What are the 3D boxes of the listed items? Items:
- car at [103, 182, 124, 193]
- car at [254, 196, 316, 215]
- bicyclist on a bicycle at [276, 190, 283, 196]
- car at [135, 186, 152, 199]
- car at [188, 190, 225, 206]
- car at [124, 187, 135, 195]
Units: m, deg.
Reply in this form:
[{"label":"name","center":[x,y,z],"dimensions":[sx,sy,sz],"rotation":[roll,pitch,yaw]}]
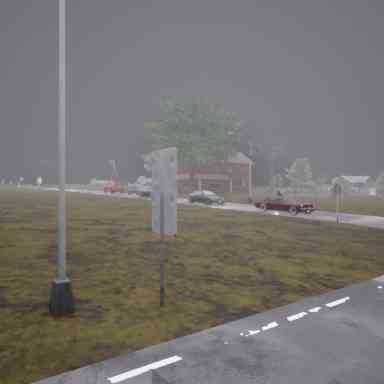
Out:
[{"label":"car","center":[-14.168,-0.819,60.379],"dimensions":[2.150,2.045,5.566],"rotation":[0,2,-36]},{"label":"car","center":[7.152,0.998,25.837],"dimensions":[1.895,1.301,4.718],"rotation":[0,2,-36]},{"label":"bicyclist on a bicycle","center":[8.843,0.664,33.741],"dimensions":[1.656,1.620,0.582],"rotation":[0,2,-36]},{"label":"car","center":[-4.980,-0.011,42.734],"dimensions":[2.097,1.767,4.553],"rotation":[0,2,-36]},{"label":"car","center":[1.349,0.555,33.915],"dimensions":[1.812,1.442,4.674],"rotation":[0,2,-36]},{"label":"car","center":[-8.466,-0.188,52.541],"dimensions":[1.812,1.442,4.674],"rotation":[0,2,-35]}]
